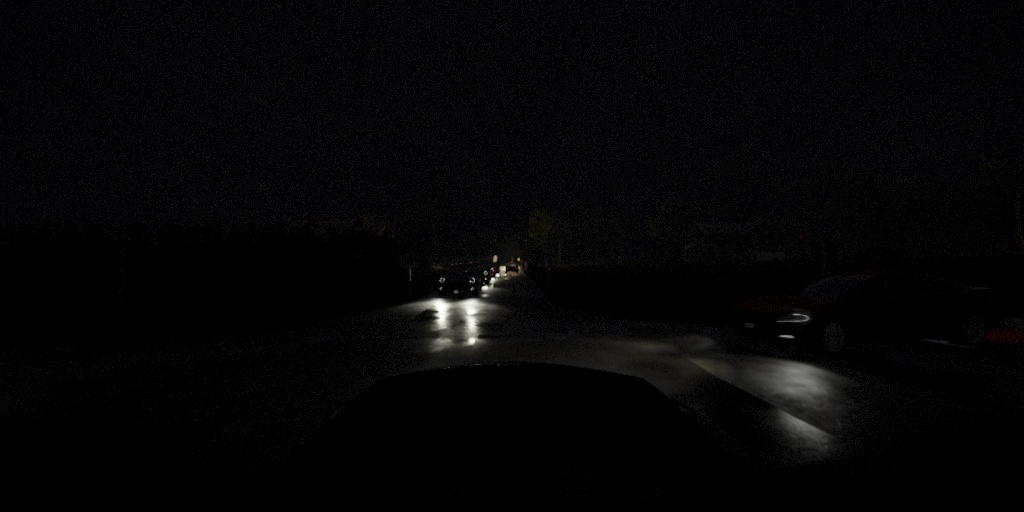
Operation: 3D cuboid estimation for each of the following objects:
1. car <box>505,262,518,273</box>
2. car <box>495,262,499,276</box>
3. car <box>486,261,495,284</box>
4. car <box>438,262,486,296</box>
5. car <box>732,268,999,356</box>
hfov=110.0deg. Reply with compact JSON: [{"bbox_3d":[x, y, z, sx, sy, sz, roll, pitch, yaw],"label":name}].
[{"bbox_3d":[-0.026,1.810,52.520,1.895,1.301,4.718,0,-1,0],"label":"car"},{"bbox_3d":[-2.849,1.444,39.867,2.097,1.767,4.553,0,-1,0],"label":"car"},{"bbox_3d":[-2.853,1.357,30.185,2.097,1.767,4.553,0,-1,0],"label":"car"},{"bbox_3d":[-2.859,1.271,20.607,2.097,1.767,4.553,0,-1,0],"label":"car"},{"bbox_3d":[7.323,1.060,7.669,5.008,1.535,1.882,-2,-3,-7],"label":"car"}]
